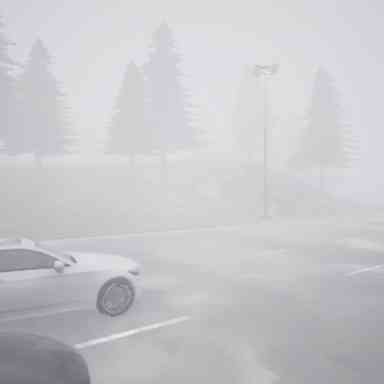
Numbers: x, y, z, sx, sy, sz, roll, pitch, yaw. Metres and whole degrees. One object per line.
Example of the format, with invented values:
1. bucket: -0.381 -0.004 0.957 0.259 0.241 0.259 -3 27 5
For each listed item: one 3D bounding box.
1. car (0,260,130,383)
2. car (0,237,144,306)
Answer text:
1. car: -2.879 1.526 1.692 4.674 1.442 1.812 0 0 -35
2. car: -3.131 1.527 5.811 4.674 1.442 1.812 0 0 -36
